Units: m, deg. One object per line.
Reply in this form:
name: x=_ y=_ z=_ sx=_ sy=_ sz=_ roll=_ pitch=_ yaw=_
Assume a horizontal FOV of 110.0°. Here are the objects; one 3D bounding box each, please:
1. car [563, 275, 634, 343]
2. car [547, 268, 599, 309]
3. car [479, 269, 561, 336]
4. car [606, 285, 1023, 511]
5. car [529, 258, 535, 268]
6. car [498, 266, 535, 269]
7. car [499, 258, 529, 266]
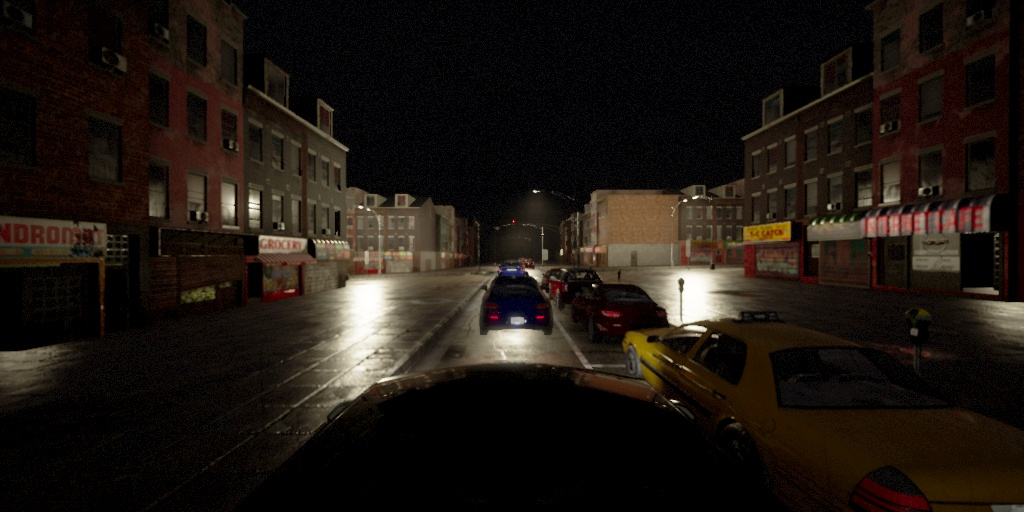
car: x=2.633 y=1.337 z=9.396 sx=1.802 sy=1.307 sz=4.207 roll=0 pitch=0 yaw=0
car: x=2.629 y=1.201 z=14.863 sx=1.967 sy=1.591 sz=4.097 roll=0 pitch=0 yaw=0
car: x=0.073 y=1.282 z=10.285 sx=1.812 sy=1.442 sz=4.674 roll=0 pitch=0 yaw=-1
car: x=2.637 y=1.276 z=4.099 sx=1.751 sy=1.417 sz=4.829 roll=0 pitch=0 yaw=0
car: x=2.598 y=1.340 z=57.670 sx=1.967 sy=1.591 sz=4.097 roll=0 pitch=0 yaw=0
car: x=0.094 y=1.367 z=18.092 sx=1.895 sy=1.301 sz=4.718 roll=0 pitch=0 yaw=0
car: x=-0.030 y=1.139 z=27.990 sx=2.097 sy=1.767 sz=4.553 roll=0 pitch=0 yaw=0
